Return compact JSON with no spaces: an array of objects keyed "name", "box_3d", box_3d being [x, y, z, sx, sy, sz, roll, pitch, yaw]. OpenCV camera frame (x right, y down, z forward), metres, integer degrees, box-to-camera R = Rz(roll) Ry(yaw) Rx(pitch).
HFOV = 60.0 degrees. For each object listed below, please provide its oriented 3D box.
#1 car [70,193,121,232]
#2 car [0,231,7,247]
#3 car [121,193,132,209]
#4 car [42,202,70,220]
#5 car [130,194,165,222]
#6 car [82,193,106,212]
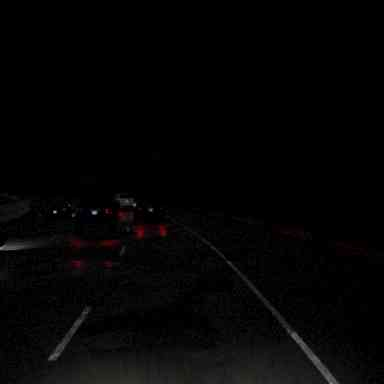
[{"name":"car","box_3d":[-5.682,1.182,20.271,2.150,2.045,5.566,0,0,-11]},{"name":"car","box_3d":[-7.579,1.541,9.955,2.033,1.411,5.357,0,0,-6]},{"name":"car","box_3d":[-8.595,1.135,41.320,2.150,2.045,5.566,0,0,-22]},{"name":"car","box_3d":[-11.265,1.519,27.962,1.994,1.385,4.181,0,0,-16]},{"name":"car","box_3d":[-3.389,1.293,25.556,2.097,1.767,4.553,0,0,-13]},{"name":"car","box_3d":[-11.842,1.147,40.080,2.150,2.045,5.566,0,0,-23]}]
